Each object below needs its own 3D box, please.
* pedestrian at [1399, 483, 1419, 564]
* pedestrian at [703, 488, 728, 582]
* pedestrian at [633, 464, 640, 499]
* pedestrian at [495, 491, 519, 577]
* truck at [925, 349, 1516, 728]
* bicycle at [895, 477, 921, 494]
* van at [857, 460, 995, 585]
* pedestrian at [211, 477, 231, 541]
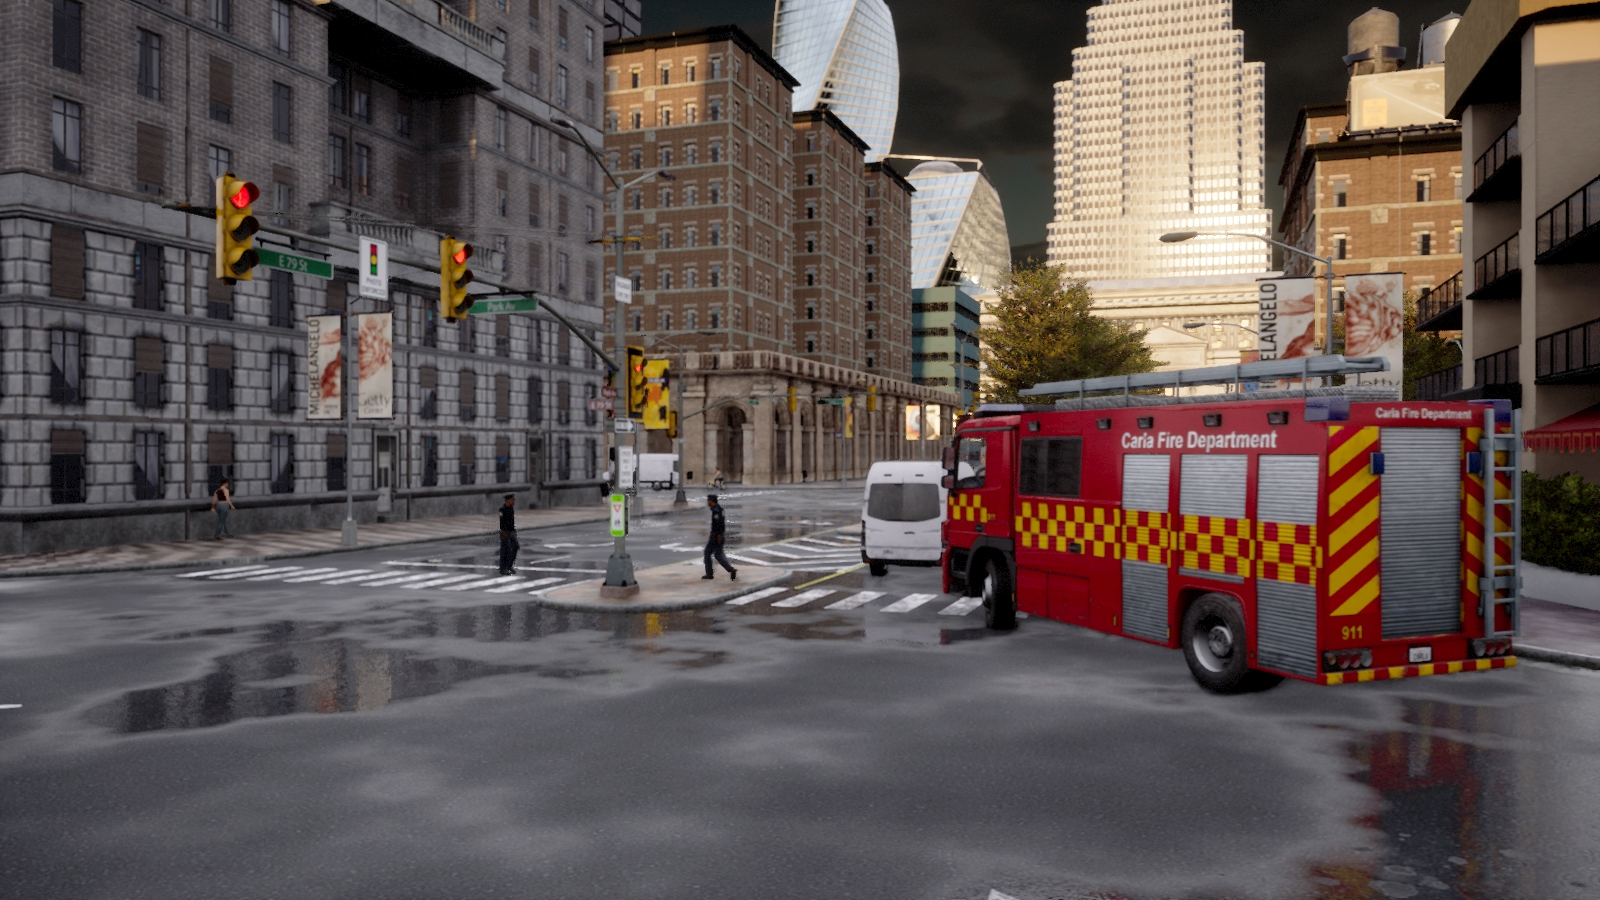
[{"bbox_3d":[14.141,1.696,26.536,0.375,1.860,0.375,0,0,31],"label":"pedestrian"},{"bbox_3d":[-1.710,1.710,23.153,0.375,1.860,0.375,0,0,19],"label":"pedestrian"},{"bbox_3d":[-8.856,1.713,61.869,0.375,1.860,0.375,0,0,-1],"label":"pedestrian"},{"bbox_3d":[-6.515,1.858,25.406,0.375,1.860,0.375,0,0,21],"label":"pedestrian"},{"bbox_3d":[5.002,0.891,15.992,2.891,3.827,8.468,0,0,-21],"label":"truck"},{"bbox_3d":[6.993,2.267,73.834,1.487,1.080,0.859,0,0,17],"label":"bicycle"},{"bbox_3d":[3.127,1.538,26.930,1.988,2.561,5.915,0,0,19],"label":"van"},{"bbox_3d":[-16.937,1.711,33.419,0.375,1.860,0.375,0,0,22],"label":"pedestrian"}]
